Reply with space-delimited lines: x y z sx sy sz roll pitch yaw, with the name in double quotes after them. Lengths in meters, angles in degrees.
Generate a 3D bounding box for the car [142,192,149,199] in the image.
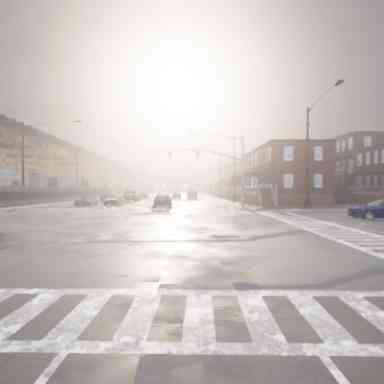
-10.453 0.783 72.145 1.837 1.490 4.892 0 1 0 "car"

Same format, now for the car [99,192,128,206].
-10.545 1.104 45.114 2.033 1.411 5.357 0 1 0 "car"

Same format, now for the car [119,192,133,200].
-13.953 0.828 70.681 2.128 1.511 4.902 0 1 0 "car"

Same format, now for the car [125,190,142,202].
-10.515 0.655 57.256 2.150 2.045 5.566 0 1 1 "car"

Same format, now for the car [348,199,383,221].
13.974 1.240 24.133 5.008 1.535 1.882 0 1 0 "car"

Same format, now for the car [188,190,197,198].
0.054 0.497 82.482 2.097 1.767 4.553 0 1 0 "car"

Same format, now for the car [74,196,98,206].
-14.049 1.166 44.209 1.895 1.301 4.718 0 1 0 "car"

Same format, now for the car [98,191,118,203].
-14.023 0.805 55.694 2.097 1.767 4.553 0 1 0 "car"

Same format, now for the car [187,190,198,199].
0.047 0.506 72.039 2.150 2.045 5.566 0 1 0 "car"

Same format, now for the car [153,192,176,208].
-3.374 0.963 39.589 2.097 1.767 4.553 0 1 0 "car"

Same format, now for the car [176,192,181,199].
-3.451 0.749 74.332 1.882 1.535 5.008 0 1 0 "car"
